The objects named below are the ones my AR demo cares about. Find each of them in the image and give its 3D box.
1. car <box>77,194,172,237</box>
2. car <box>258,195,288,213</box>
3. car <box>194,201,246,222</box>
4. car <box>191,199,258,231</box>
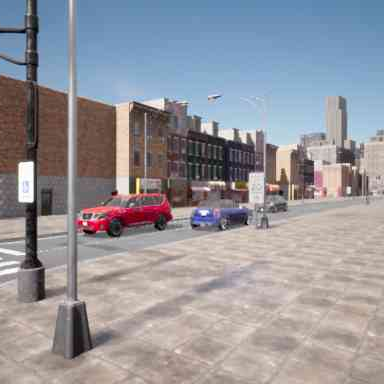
[{"bbox_3d":[-3.394,1.118,17.779,2.150,2.045,5.566,0,0,35],"label":"car"},{"bbox_3d":[8.087,1.140,33.885,2.097,1.767,4.553,0,0,36],"label":"car"},{"bbox_3d":[2.284,1.436,25.766,1.895,1.301,4.718,0,0,35],"label":"car"},{"bbox_3d":[1.891,1.222,20.123,2.097,1.767,4.553,0,0,35],"label":"car"}]
